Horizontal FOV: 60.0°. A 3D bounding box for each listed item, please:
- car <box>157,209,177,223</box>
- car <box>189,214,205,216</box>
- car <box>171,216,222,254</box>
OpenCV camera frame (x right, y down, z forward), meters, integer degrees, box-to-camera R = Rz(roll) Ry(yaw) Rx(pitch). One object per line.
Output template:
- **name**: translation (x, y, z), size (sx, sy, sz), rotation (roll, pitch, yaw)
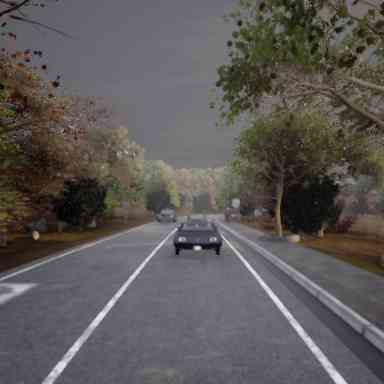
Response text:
- **car**: translation (-3.061, 2.949, 41.472), size (2.097, 1.767, 4.553), rotation (0, -3, 2)
- **car**: translation (0.422, 2.682, 30.520), size (1.895, 1.301, 4.718), rotation (0, -3, 1)
- **car**: translation (0.248, 1.940, 14.922), size (1.895, 1.301, 4.718), rotation (0, -2, 1)
